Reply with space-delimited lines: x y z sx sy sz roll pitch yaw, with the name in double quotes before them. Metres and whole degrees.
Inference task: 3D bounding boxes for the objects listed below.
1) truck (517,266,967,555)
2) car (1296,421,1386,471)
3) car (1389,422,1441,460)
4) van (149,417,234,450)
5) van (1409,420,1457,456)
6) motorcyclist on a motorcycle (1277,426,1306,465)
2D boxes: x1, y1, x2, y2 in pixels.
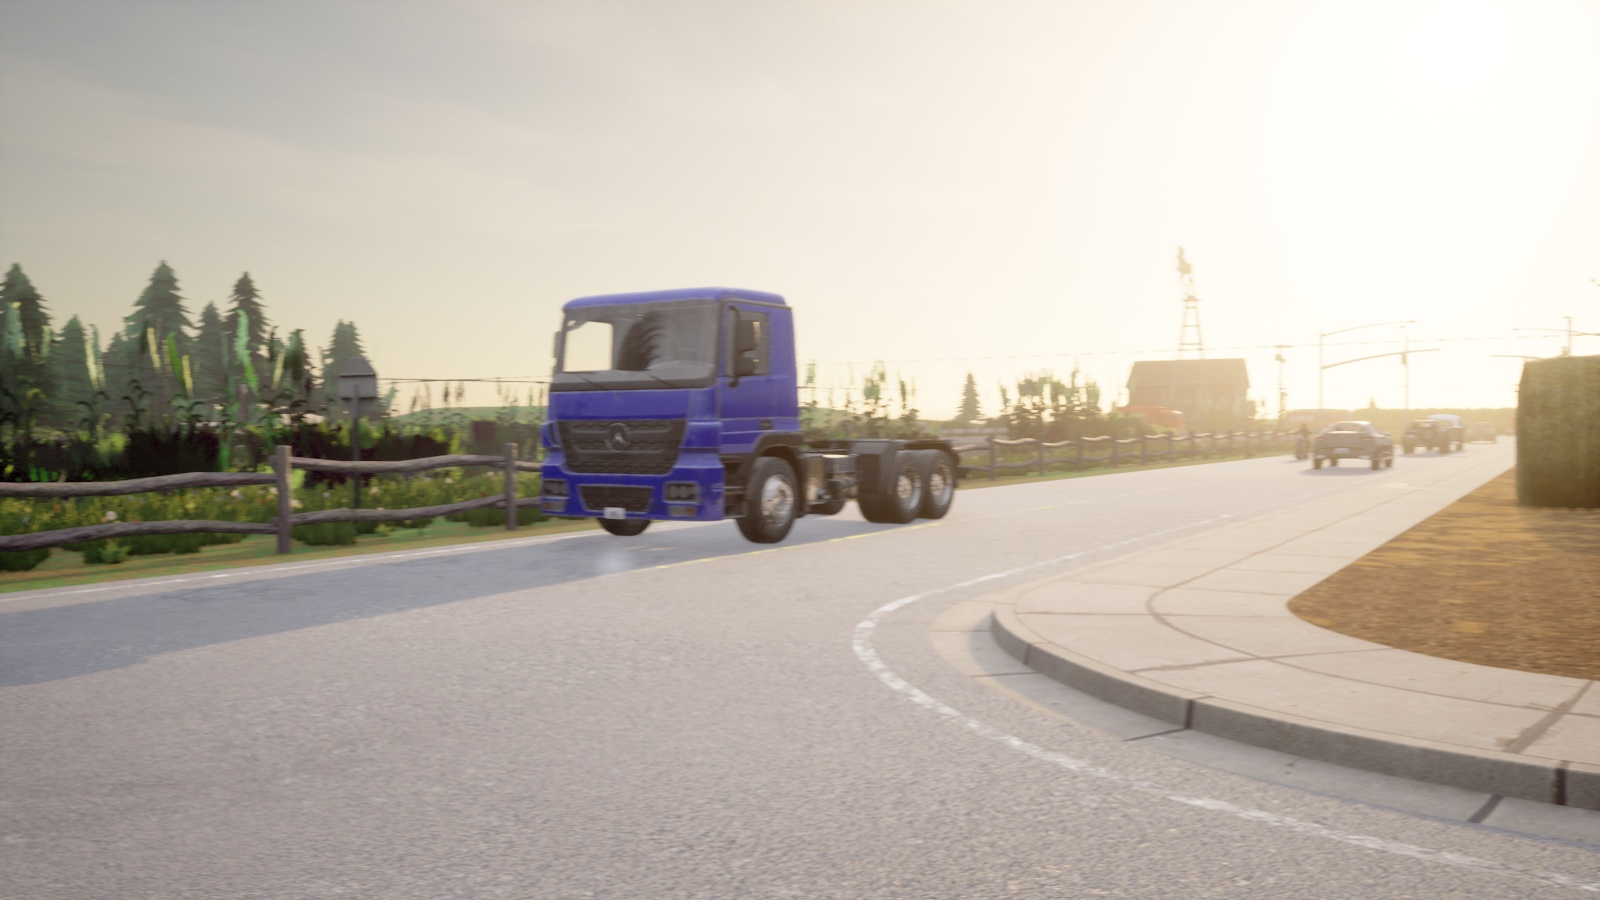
"truck" -0.420 -0.546 19.196 2.891 3.462 7.936 1 1 32
"car" 19.062 -0.184 44.121 2.152 1.651 5.027 1 1 32
"car" 31.489 -0.477 64.259 1.932 1.855 4.605 1 1 32
"van" -38.879 -1.047 80.331 2.069 2.038 4.480 1 1 31
"van" 36.656 -0.709 72.628 2.069 2.038 4.480 1 1 32
"motorcyclist on a motorcycle" 21.294 -0.194 54.406 0.766 1.649 2.350 1 1 32
